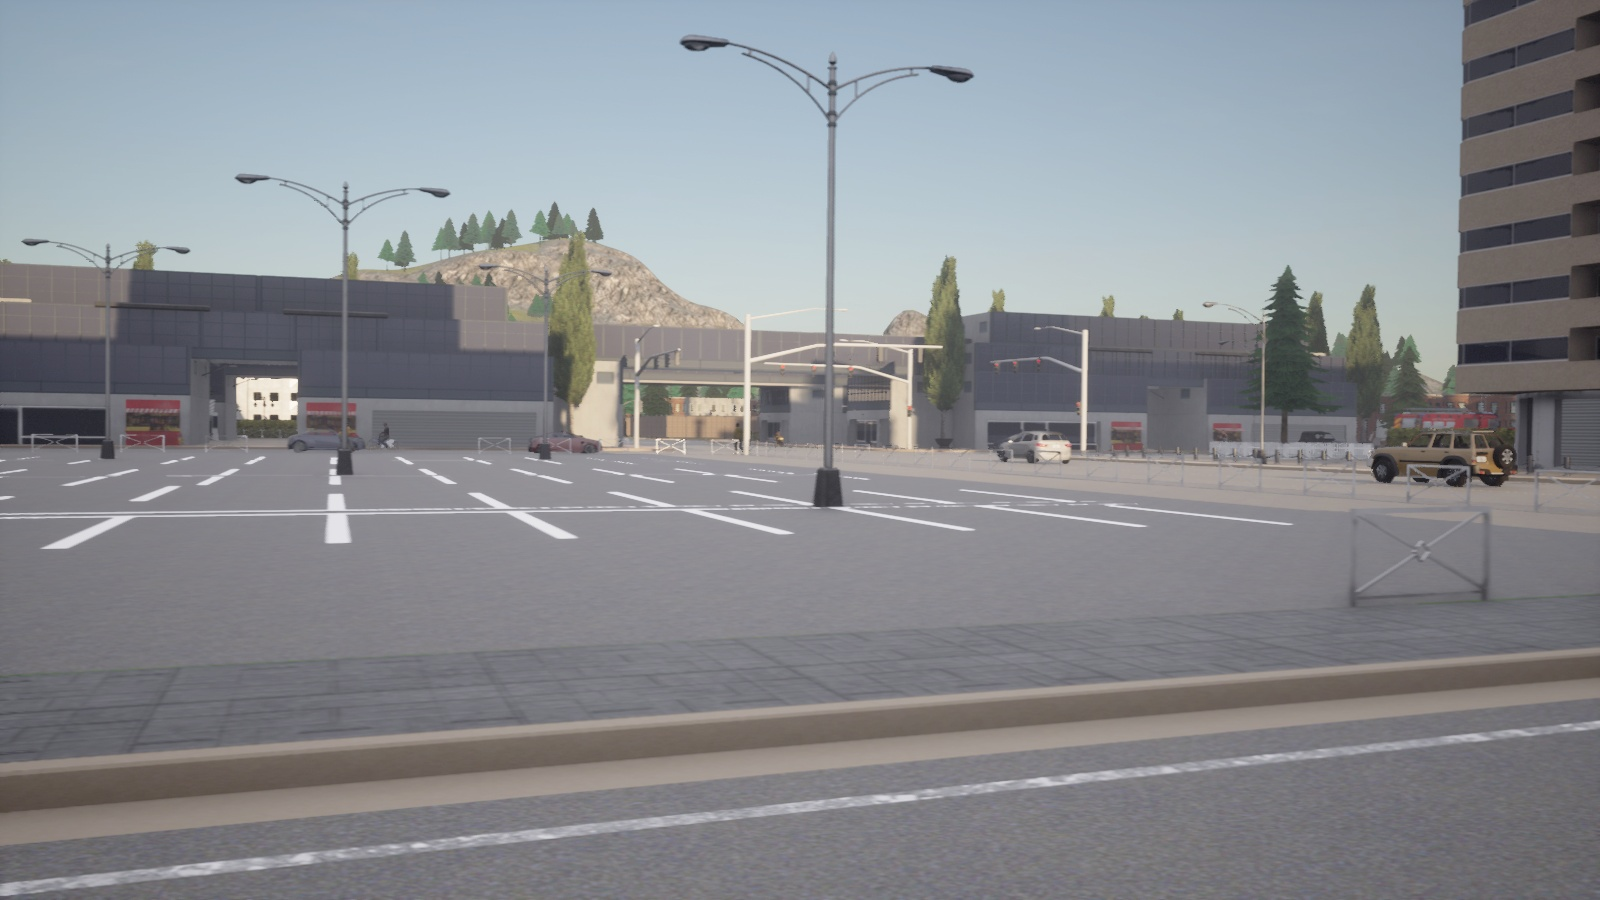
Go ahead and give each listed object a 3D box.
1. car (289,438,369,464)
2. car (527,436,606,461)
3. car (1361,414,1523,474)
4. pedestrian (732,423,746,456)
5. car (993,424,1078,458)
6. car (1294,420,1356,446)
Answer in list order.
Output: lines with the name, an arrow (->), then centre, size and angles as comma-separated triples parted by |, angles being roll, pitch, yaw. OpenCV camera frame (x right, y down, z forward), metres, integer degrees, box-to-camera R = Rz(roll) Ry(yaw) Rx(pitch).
car -> -26.448, 0.053, 70.664 | 4.181, 1.385, 1.994 | -1, 1, -19
car -> -13.309, -0.102, 71.505 | 4.181, 1.385, 1.994 | -1, 1, -20
car -> 20.934, -0.226, 41.170 | 1.932, 1.855, 4.605 | -1, 1, -21
pedestrian -> -3.480, -0.610, 71.240 | 0.431, 1.840, 0.709 | -1, 1, -43
car -> 12.088, -0.486, 64.700 | 2.242, 1.667, 4.611 | -1, 1, -20
car -> 37.912, -1.237, 90.739 | 3.866, 1.878, 1.905 | -1, 1, -20
